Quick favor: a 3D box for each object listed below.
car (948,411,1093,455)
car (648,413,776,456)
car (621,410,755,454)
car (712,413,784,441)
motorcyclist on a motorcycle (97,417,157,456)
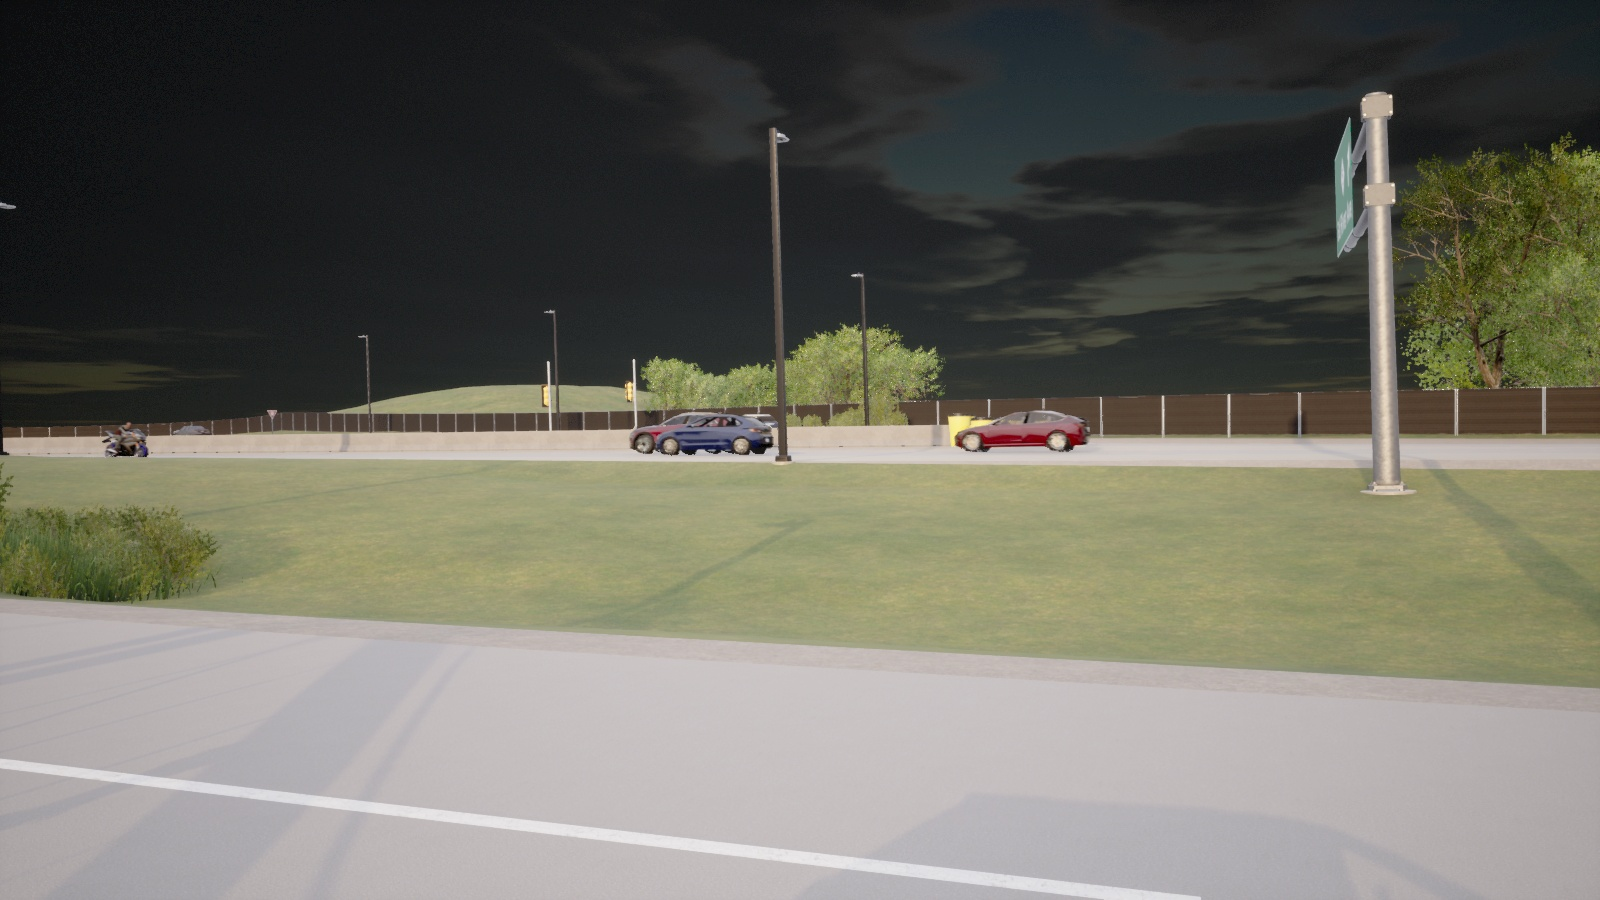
[{"bbox_3d":[7.895,-0.601,44.864,4.792,1.488,2.163,0,1,20],"label":"car"},{"bbox_3d":[-3.154,-0.556,45.157,4.193,1.474,1.816,0,1,20],"label":"car"},{"bbox_3d":[-4.395,-0.692,49.331,4.856,1.649,2.033,0,1,20],"label":"car"},{"bbox_3d":[-2.914,-1.303,70.243,1.970,1.475,3.806,-2,2,-44],"label":"car"},{"bbox_3d":[-26.798,-0.538,50.029,2.191,1.530,0.866,0,1,20],"label":"motorcyclist on a motorcycle"}]
